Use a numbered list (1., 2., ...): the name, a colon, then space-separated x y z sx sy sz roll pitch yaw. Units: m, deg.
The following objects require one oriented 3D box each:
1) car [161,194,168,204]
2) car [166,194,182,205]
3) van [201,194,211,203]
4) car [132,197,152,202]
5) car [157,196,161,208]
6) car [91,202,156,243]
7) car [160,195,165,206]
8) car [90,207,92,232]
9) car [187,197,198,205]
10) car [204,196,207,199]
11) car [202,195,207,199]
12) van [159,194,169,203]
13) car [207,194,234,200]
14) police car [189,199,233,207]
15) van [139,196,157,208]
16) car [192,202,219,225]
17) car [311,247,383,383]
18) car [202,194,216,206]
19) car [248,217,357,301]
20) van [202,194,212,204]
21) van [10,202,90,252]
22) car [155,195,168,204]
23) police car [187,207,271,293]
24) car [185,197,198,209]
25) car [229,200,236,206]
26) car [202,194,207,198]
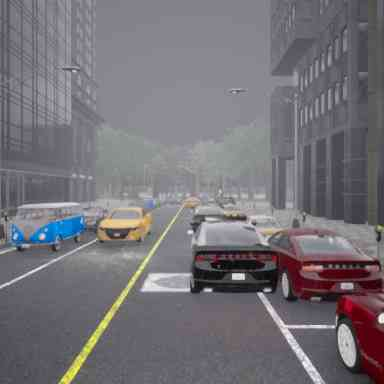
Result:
1. car: -5.697 1.540 56.944 1.752 1.417 4.829 0 0 0
2. car: -2.931 1.366 58.213 2.097 1.767 4.553 0 0 0
3. van: 2.841 1.362 67.978 1.690 1.788 3.998 0 0 0
4. car: -5.723 1.570 35.363 1.947 1.339 4.313 0 0 0
5. car: -5.710 1.534 46.069 1.752 1.417 4.829 0 0 0
6. car: -3.083 1.478 16.161 1.882 1.535 5.008 0 0 0
7. car: -5.703 1.577 51.676 1.947 1.339 4.313 0 0 0
8. car: -5.742 1.552 19.051 2.008 1.369 4.403 0 0 0
9. car: 0.071 1.581 60.656 1.994 1.385 4.181 0 0 0
10. car: 2.809 1.532 40.960 1.752 1.417 4.829 0 0 0
11. car: 2.815 1.553 46.228 1.887 1.381 4.507 0 0 0
12. van: -5.684 1.362 67.989 1.690 1.788 3.998 0 0 0
13. car: 2.796 1.318 29.915 2.192 1.841 5.009 0 0 0
14. police car: 0.921 1.426 18.982 1.930 1.638 5.238 0 0 0
15. van: -5.717 1.347 40.801 1.690 1.788 3.998 0 0 0
16. car: 0.929 1.528 24.871 1.812 1.442 4.674 0 0 0
17. car: 2.763 1.545 2.727 1.887 1.381 4.507 0 0 0
18. car: 2.828 1.329 57.103 2.192 1.841 5.009 0 0 0
19. car: 2.770 1.545 8.165 1.887 1.381 4.507 0 0 0
20. van: 2.835 1.359 62.541 1.690 1.788 3.998 0 0 0
21. van: -5.749 1.341 13.613 1.690 1.788 3.998 0 0 0
22. car: -5.690 1.458 62.551 1.967 1.590 4.097 0 0 0
23. police car: 0.899 1.425 8.981 1.930 1.638 5.238 0 0 0
24. car: 0.066 1.486 46.737 1.882 1.535 5.008 0 0 1
25. car: 2.790 1.527 24.647 1.752 1.417 4.829 0 0 0
26. car: 2.822 1.451 51.665 1.967 1.590 4.097 0 0 0
